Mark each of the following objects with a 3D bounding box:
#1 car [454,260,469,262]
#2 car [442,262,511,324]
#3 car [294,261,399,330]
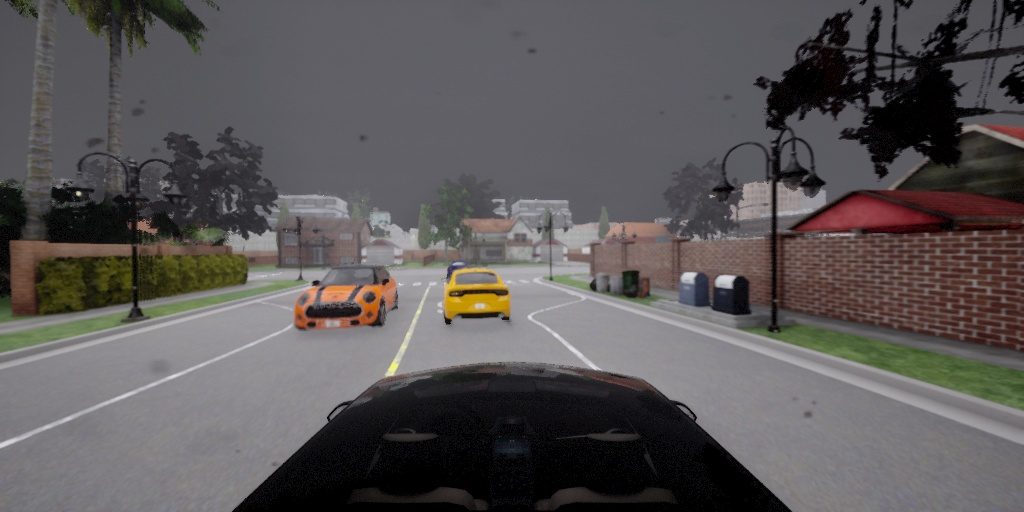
[{"bbox_3d":[-4.251,1.068,30.151,1.812,1.442,4.674,-1,1,-1],"label":"car"},{"bbox_3d":[-1.264,1.147,11.832,1.882,1.535,5.008,-1,0,-10],"label":"car"},{"bbox_3d":[-4.820,1.061,11.046,2.097,1.767,4.553,-1,1,-10],"label":"car"}]
